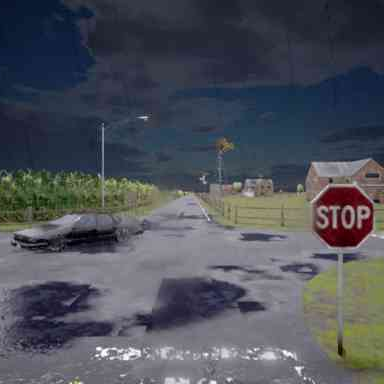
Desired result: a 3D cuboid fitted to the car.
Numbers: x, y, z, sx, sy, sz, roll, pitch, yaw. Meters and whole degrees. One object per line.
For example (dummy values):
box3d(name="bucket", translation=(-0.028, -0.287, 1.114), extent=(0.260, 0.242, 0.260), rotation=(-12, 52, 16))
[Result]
box3d(name="car", translation=(-4.548, 1.569, 14.115), extent=(2.033, 1.411, 5.357), rotation=(0, 0, 41))
